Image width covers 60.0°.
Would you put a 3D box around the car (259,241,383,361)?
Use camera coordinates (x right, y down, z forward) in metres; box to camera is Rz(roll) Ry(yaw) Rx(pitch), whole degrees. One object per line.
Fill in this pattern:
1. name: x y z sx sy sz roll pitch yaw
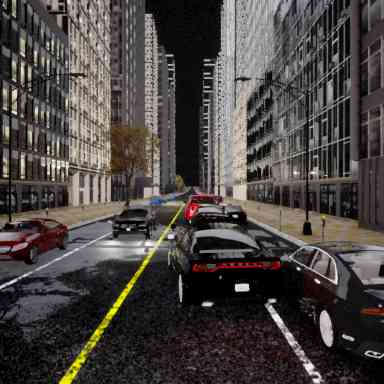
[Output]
1. car: 2.695 1.550 5.922 2.008 1.369 4.403 0 0 0

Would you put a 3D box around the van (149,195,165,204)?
1. van: -5.612 1.319 51.526 1.690 1.788 3.998 0 0 0

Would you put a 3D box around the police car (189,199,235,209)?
1. police car: 0.930 1.422 18.321 1.930 1.638 5.238 0 0 0

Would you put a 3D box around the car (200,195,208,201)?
1. car: 2.817 1.471 80.169 1.752 1.417 4.829 0 0 0

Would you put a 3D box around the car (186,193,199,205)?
1. car: 0.095 1.193 58.738 2.150 2.045 5.566 0 0 0

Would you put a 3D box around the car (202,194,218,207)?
1. car: 2.768 1.293 51.508 2.192 1.841 5.009 0 0 0

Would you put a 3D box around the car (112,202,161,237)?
1. car: -2.971 1.502 17.984 1.837 1.490 4.892 0 0 0

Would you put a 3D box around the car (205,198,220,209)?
1. car: 2.761 1.527 45.809 1.887 1.381 4.507 0 0 0

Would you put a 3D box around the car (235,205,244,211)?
1. car: 2.723 1.561 23.017 1.947 1.339 4.313 0 0 0

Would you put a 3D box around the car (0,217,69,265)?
1. car: -5.676 1.580 11.640 1.802 1.307 4.206 0 0 0

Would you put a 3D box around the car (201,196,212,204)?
1. car: 2.788 1.512 62.904 1.887 1.381 4.507 0 0 0

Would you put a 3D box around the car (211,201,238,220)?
1. car: 2.733 1.538 28.715 1.887 1.381 4.507 0 0 0

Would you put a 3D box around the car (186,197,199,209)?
1. car: 0.097 1.508 45.771 1.812 1.442 4.674 0 0 1

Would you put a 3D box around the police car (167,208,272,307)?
1. police car: 0.470 1.424 8.221 1.930 1.638 5.238 0 0 -9

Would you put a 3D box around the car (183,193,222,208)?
1. car: 0.600 1.217 24.201 2.150 2.045 5.566 0 0 -2

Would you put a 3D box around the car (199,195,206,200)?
1. car: 2.835 1.493 91.396 1.947 1.339 4.313 0 0 0

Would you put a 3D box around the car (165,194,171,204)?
1. car: -5.592 1.518 62.920 2.008 1.369 4.403 0 0 0

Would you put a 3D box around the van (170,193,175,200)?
1. van: -5.547 1.268 91.413 1.690 1.788 3.998 0 0 0
